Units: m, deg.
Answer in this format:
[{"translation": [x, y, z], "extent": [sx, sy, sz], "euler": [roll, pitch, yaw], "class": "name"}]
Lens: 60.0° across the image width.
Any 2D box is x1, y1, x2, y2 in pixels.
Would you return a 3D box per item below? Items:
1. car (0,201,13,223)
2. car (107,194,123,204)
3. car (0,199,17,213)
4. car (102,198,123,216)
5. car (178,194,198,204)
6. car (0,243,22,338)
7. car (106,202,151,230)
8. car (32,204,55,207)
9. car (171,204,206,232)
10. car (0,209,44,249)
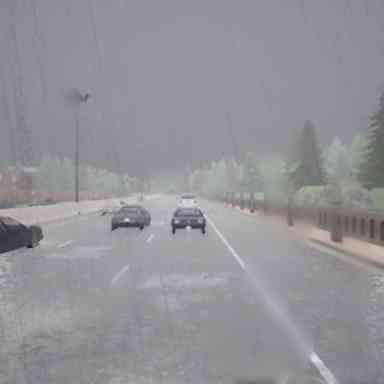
[{"translation": [-14.449, 1.446, 22.617], "extent": [1.882, 1.535, 5.008], "euler": [0, 0, -1], "class": "car"}, {"translation": [-14.952, 1.318, 64.960], "extent": [2.097, 1.767, 4.553], "euler": [0, 0, -1], "class": "car"}, {"translation": [-21.646, 1.516, 37.222], "extent": [1.994, 1.385, 4.181], "euler": [0, 0, -1], "class": "car"}, {"translation": [-7.400, 1.507, 32.319], "extent": [1.812, 1.442, 4.674], "euler": [0, 0, -1], "class": "car"}, {"translation": [-0.471, 1.216, 38.379], "extent": [2.150, 2.045, 5.566], "euler": [0, 0, -1], "class": "car"}, {"translation": [-3.467, 1.518, 2.639], "extent": [1.812, 1.442, 4.674], "euler": [0, 0, -1], "class": "car"}, {"translation": [-3.723, 1.554, 20.894], "extent": [1.994, 1.385, 4.181], "euler": [0, 0, -1], "class": "car"}, {"translation": [-18.183, 1.465, 40.219], "extent": [1.837, 1.490, 4.892], "euler": [0, 0, -1], "class": "car"}, {"translation": [-0.209, 1.598, 19.787], "extent": [1.895, 1.301, 4.718], "euler": [0, 0, -1], "class": "car"}, {"translation": [-7.092, 1.532, 11.479], "extent": [2.033, 1.411, 5.357], "euler": [0, 0, -1], "class": "car"}]
